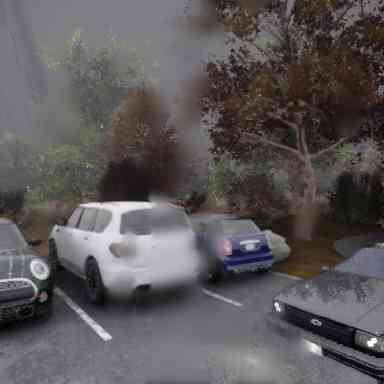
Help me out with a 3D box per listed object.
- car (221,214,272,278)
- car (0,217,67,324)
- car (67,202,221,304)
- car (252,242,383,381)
[{"bbox_3d":[0.255,1.416,10.202,2.185,1.767,4.553,1,0,-35],"label":"car"},{"bbox_3d":[-4.419,1.357,6.946,2.185,1.767,4.553,1,0,-35],"label":"car"},{"bbox_3d":[-2.047,1.262,8.635,2.435,2.045,5.566,1,0,-35],"label":"car"},{"bbox_3d":[3.744,1.611,5.707,5.357,1.411,2.033,1,0,-34],"label":"car"}]
